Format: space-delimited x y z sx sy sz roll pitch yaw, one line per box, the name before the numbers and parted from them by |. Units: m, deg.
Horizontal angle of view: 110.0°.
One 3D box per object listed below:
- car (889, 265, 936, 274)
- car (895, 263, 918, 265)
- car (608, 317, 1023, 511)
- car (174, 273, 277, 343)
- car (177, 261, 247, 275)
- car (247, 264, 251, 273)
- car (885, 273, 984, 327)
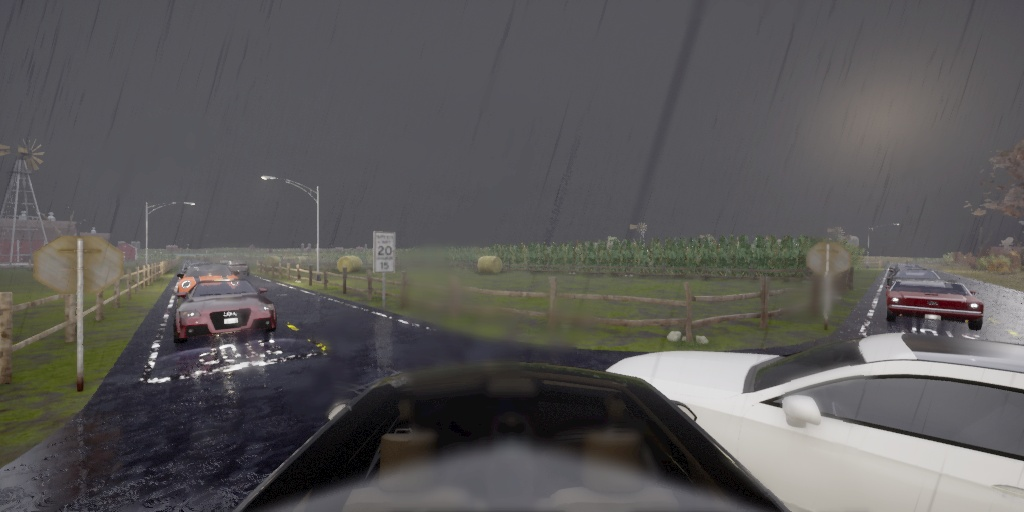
car | 20.465 1.370 18.214 5.357 1.411 2.033 0 1 -43
car | 27.174 1.411 24.519 4.181 1.385 1.994 0 1 -43
car | 2.825 1.294 2.458 1.812 1.442 4.674 0 1 -44
car | -8.010 1.357 9.966 1.994 1.385 4.181 0 0 -43
car | -13.834 1.144 16.406 2.097 1.767 4.553 0 0 -42
car | -27.241 1.292 35.537 2.128 1.511 4.902 0 0 -42
car | 13.436 1.402 11.599 4.718 1.301 1.895 0 1 -43
